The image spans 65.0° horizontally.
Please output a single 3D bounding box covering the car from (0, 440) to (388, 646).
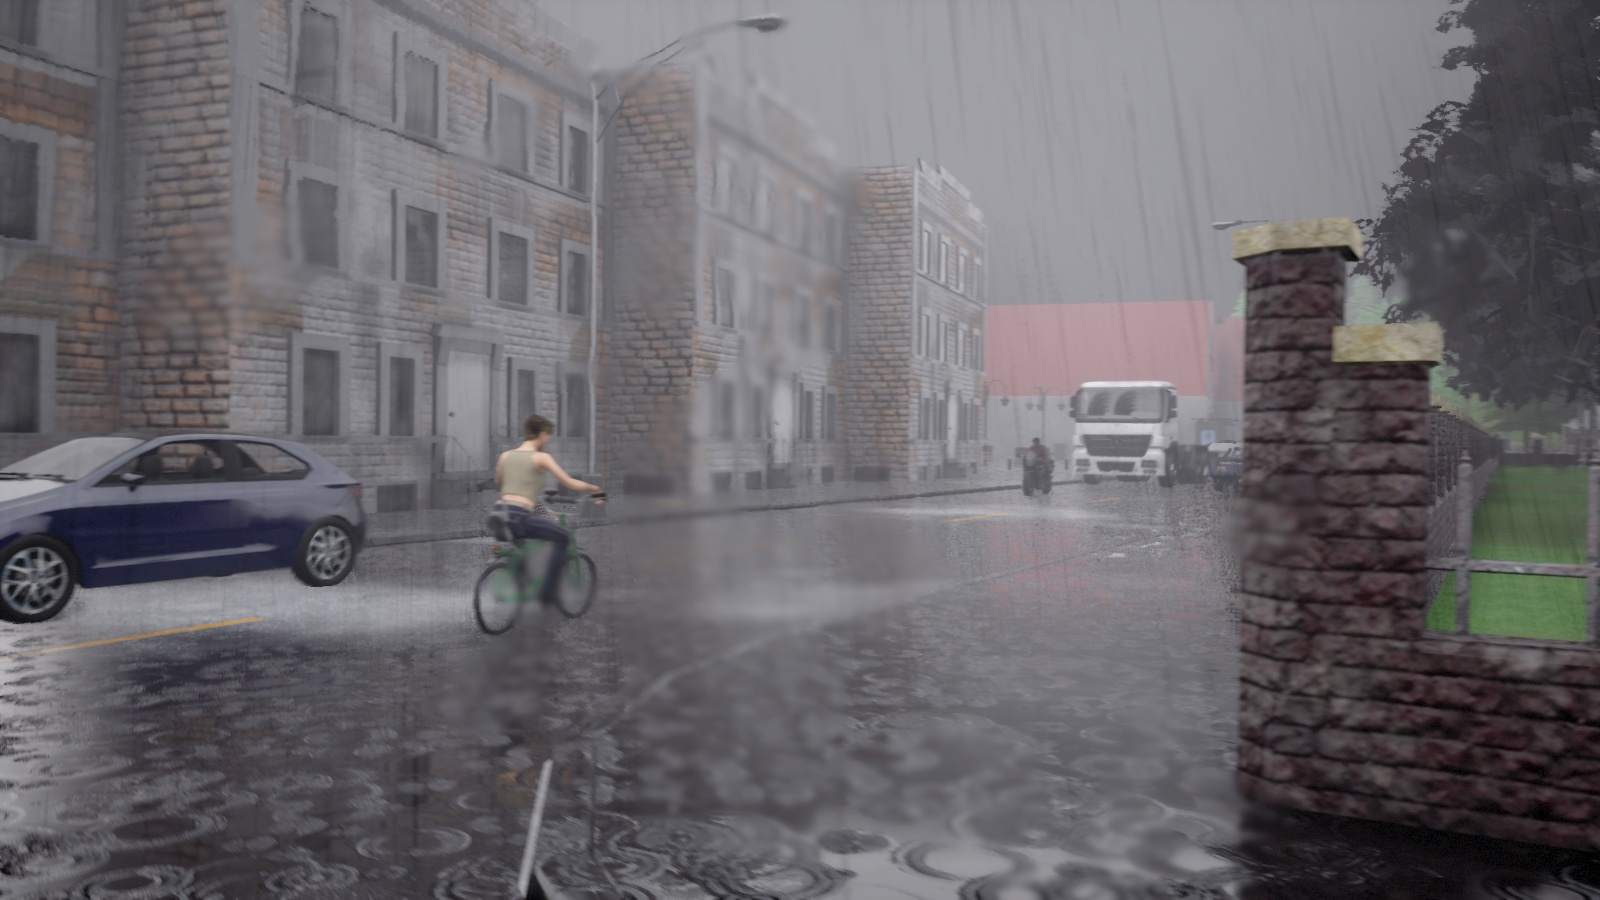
[{"bbox_3d":[-5.855,0.664,10.938,1.816,1.474,4.193,0,1,29],"label":"car"}]

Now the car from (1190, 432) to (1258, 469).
[{"bbox_3d":[18.326,-0.004,54.192,1.882,1.535,5.008,0,1,29],"label":"car"}]

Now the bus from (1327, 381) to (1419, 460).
[{"bbox_3d":[33.346,-1.659,72.774,3.944,4.253,10.273,0,1,30],"label":"bus"}]

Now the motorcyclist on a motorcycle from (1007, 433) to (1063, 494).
[{"bbox_3d":[6.067,0.320,32.290,0.797,1.523,2.044,0,1,29],"label":"motorcyclist on a motorcycle"}]

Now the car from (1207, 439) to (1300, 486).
[{"bbox_3d":[13.685,0.330,37.714,1.895,1.301,4.718,0,1,29],"label":"car"}]

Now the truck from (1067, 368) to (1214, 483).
[{"bbox_3d":[11.598,-0.788,42.179,2.891,3.462,7.936,0,1,29],"label":"truck"}]

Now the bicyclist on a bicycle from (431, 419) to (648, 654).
[{"bbox_3d":[-1.921,0.577,9.475,0.866,1.612,1.509,1,1,25],"label":"bicyclist on a bicycle"}]
